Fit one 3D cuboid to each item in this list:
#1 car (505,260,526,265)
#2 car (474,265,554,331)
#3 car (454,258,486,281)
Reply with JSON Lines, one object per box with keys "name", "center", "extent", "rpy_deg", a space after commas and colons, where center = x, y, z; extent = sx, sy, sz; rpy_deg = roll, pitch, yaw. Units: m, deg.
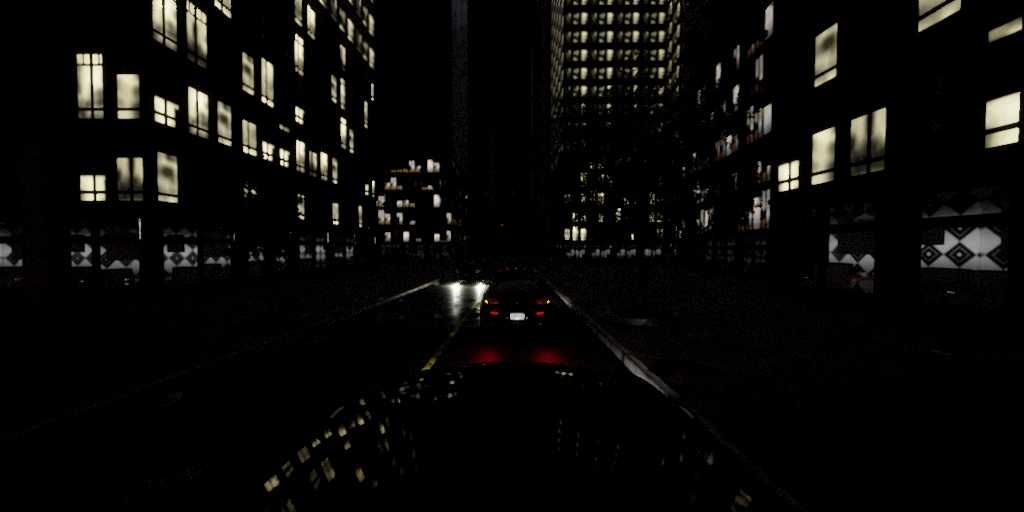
{"name": "car", "center": [0.326, 0.979, 29.094], "extent": [1.895, 1.301, 4.718], "rpy_deg": [0, 1, 1]}
{"name": "car", "center": [0.151, 1.155, 10.378], "extent": [1.812, 1.442, 4.674], "rpy_deg": [0, 1, 1]}
{"name": "car", "center": [-2.890, 0.903, 25.540], "extent": [1.882, 1.535, 5.008], "rpy_deg": [0, 1, 1]}
